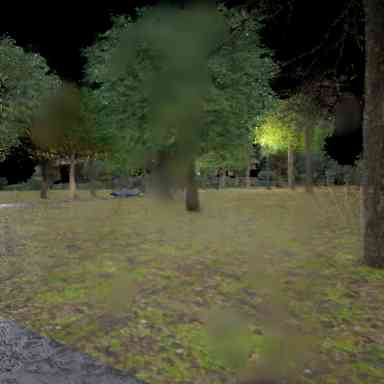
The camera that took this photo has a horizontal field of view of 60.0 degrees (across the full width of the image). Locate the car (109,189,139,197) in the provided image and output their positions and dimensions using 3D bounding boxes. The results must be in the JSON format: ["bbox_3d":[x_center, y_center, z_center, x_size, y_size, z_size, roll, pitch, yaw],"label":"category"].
[{"bbox_3d":[-11.370,0.127,56.106,2.033,1.411,5.357,-1,2,38],"label":"car"}]
